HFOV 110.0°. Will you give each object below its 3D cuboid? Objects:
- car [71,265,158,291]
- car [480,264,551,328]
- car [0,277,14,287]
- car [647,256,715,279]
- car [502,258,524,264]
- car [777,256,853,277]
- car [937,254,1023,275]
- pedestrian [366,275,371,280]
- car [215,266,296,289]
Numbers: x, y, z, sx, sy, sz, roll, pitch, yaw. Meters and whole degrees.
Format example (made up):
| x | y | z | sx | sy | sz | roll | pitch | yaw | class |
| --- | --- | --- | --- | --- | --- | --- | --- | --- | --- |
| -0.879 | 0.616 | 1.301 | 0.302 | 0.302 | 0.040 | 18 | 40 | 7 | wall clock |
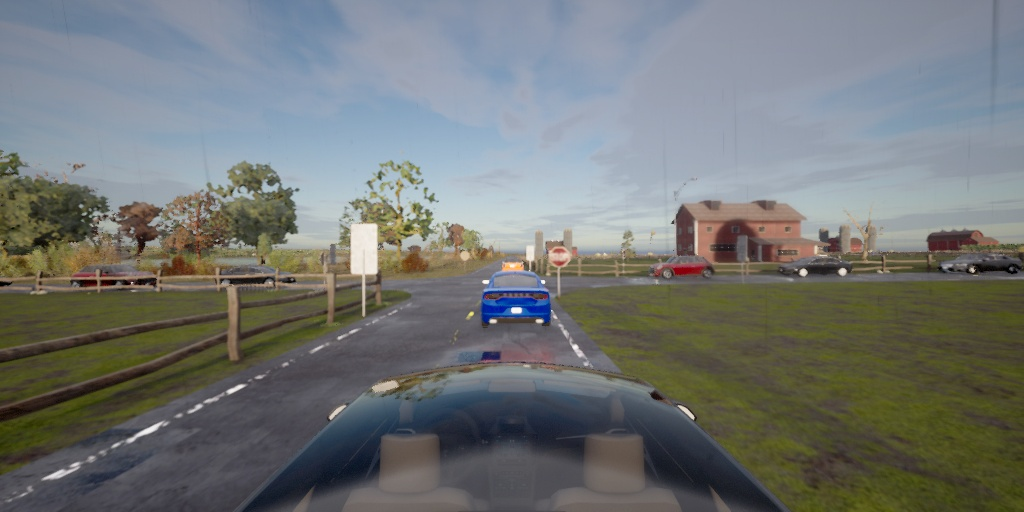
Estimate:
| x | y | z | sx | sy | sz | roll | pitch | yaw | class |
| --- | --- | --- | --- | --- | --- | --- | --- | --- | --- |
| -27.208 | 1.381 | 24.692 | 4.553 | 1.767 | 2.097 | -1 | 1 | 2 | car |
| 0.074 | 1.189 | 11.329 | 1.882 | 1.535 | 5.008 | 0 | 0 | -1 | car |
| -38.313 | 1.775 | 25.324 | 4.718 | 1.301 | 1.895 | -1 | 1 | 7 | car |
| 12.721 | 0.787 | 27.170 | 4.553 | 1.767 | 2.097 | -1 | 1 | -1 | car |
| 0.101 | 0.965 | 36.411 | 2.097 | 1.767 | 4.553 | 0 | 0 | 0 | car |
| 22.818 | 0.792 | 27.139 | 4.892 | 1.490 | 1.837 | -1 | 1 | 1 | car |
| 35.161 | 0.593 | 27.030 | 4.902 | 1.511 | 2.128 | -1 | 1 | 0 | car |
| -12.155 | 1.051 | 30.440 | 0.375 | 1.860 | 0.375 | 0 | 2 | 0 | pedestrian |
| -17.439 | 1.399 | 24.528 | 4.892 | 1.490 | 1.837 | -1 | 1 | 1 | car |
